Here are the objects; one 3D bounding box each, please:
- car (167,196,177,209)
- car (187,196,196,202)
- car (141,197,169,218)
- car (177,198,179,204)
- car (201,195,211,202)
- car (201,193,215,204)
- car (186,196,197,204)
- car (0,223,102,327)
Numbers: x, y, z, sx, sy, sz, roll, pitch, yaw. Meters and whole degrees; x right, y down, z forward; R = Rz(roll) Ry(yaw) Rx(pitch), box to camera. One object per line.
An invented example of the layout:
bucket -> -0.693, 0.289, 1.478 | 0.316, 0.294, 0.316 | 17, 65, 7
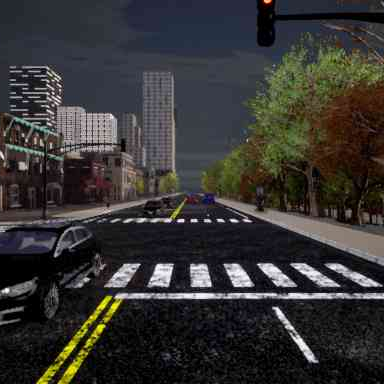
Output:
car -> -3.453, 1.491, 45.368 | 1.837, 1.490, 4.892 | 0, -1, 0
car -> -0.172, 1.523, 74.151 | 1.994, 1.385, 4.181 | 0, 0, 0
car -> -3.421, 1.496, 30.025 | 1.837, 1.490, 4.892 | 0, 0, 0
car -> -3.462, 1.470, 59.537 | 2.128, 1.511, 4.902 | 0, 0, 0
car -> 3.072, 1.447, 74.393 | 1.882, 1.535, 5.008 | 0, 0, 0
car -> 3.200, 1.197, 63.818 | 2.150, 2.045, 5.566 | 0, 0, 0
car -> -0.043, 1.539, 64.199 | 1.994, 1.385, 4.181 | 0, 0, -1
car -> -3.366, 1.490, 7.287 | 2.128, 1.511, 4.902 | 0, 0, 0
